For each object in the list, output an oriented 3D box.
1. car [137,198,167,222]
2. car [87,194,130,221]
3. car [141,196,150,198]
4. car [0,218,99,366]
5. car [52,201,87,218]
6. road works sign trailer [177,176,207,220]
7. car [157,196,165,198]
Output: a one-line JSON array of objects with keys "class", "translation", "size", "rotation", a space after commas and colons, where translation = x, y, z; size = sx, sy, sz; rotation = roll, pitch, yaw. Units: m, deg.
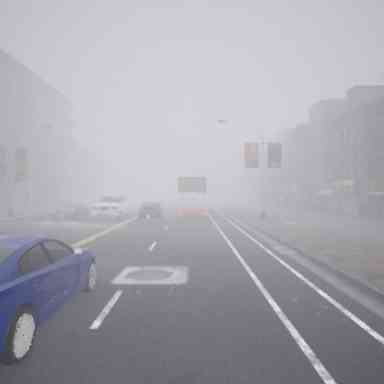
[{"class": "car", "translation": [-3.141, 1.499, 26.475], "size": [1.837, 1.490, 4.892], "rotation": [0, 0, 0]}, {"class": "car", "translation": [-6.582, 1.218, 27.627], "size": [2.150, 2.045, 5.566], "rotation": [0, 0, 0]}, {"class": "car", "translation": [-9.719, 1.543, 69.251], "size": [1.837, 1.490, 4.892], "rotation": [0, 0, 0]}, {"class": "car", "translation": [-3.149, 1.472, 5.812], "size": [1.882, 1.535, 5.008], "rotation": [0, 0, 0]}, {"class": "car", "translation": [-9.833, 1.521, 27.341], "size": [1.812, 1.442, 4.674], "rotation": [0, 0, 0]}, {"class": "road works sign trailer", "translation": [0.012, 0.460, 27.614], "size": [2.380, 3.560, 2.880], "rotation": [0, 0, 0]}, {"class": "car", "translation": [-6.469, 1.567, 69.249], "size": [1.812, 1.442, 4.674], "rotation": [0, 0, 0]}]
